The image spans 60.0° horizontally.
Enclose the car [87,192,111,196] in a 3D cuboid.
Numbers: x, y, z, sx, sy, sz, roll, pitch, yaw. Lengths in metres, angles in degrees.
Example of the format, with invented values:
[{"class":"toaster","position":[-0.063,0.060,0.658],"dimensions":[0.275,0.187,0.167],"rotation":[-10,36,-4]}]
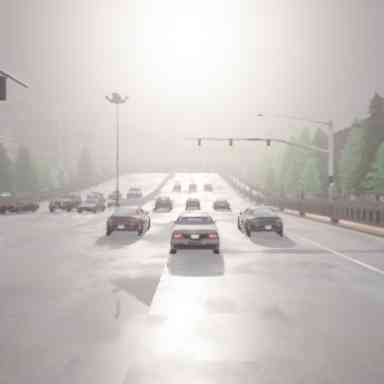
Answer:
[{"class":"car","position":[-14.033,1.251,48.966],"dimensions":[2.033,1.411,5.357],"rotation":[0,2,1]}]

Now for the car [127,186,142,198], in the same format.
[{"class":"car","position":[-10.447,0.128,60.661],"dimensions":[2.150,2.045,5.566],"rotation":[0,6,1]}]

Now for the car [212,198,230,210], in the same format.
[{"class":"car","position":[3.614,1.465,41.916],"dimensions":[1.994,1.385,4.181],"rotation":[0,1,0]}]

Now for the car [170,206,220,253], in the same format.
[{"class":"car","position":[0.104,1.523,13.514],"dimensions":[2.033,1.411,5.357],"rotation":[0,0,0]}]

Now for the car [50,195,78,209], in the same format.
[{"class":"car","position":[-17.557,1.295,45.887],"dimensions":[1.882,1.535,5.008],"rotation":[0,2,0]}]

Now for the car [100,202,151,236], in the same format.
[{"class":"car","position":[-3.393,1.493,18.235],"dimensions":[1.812,1.442,4.674],"rotation":[0,0,0]}]

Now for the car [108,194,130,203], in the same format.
[{"class":"car","position":[-10.552,1.386,46.842],"dimensions":[1.895,1.301,4.718],"rotation":[0,2,0]}]

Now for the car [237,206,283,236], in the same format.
[{"class":"car","position":[3.594,1.493,17.971],"dimensions":[1.812,1.442,4.674],"rotation":[0,0,0]}]

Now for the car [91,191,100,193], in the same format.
[{"class":"car","position":[-17.456,0.586,59.930],"dimensions":[1.895,1.301,4.718],"rotation":[0,5,1]}]

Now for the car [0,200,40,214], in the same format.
[{"class":"car","position":[-17.610,1.539,34.077],"dimensions":[1.895,1.301,4.718],"rotation":[0,0,1]}]

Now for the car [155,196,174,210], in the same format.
[{"class":"car","position":[-3.386,1.262,41.134],"dimensions":[2.097,1.767,4.553],"rotation":[0,0,0]}]

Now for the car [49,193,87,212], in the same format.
[{"class":"car","position":[-14.066,1.146,37.485],"dimensions":[2.150,2.045,5.566],"rotation":[0,0,0]}]

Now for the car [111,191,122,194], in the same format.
[{"class":"car","position":[-13.963,0.501,60.420],"dimensions":[1.994,1.385,4.181],"rotation":[0,5,1]}]

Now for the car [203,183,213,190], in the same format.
[{"class":"car","position":[3.669,-1.352,75.948],"dimensions":[1.994,1.385,4.181],"rotation":[0,7,0]}]

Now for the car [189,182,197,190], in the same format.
[{"class":"car","position":[0.171,-1.456,76.375],"dimensions":[1.837,1.490,4.892],"rotation":[0,7,0]}]

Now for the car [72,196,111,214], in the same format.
[{"class":"car","position":[-10.576,1.477,35.413],"dimensions":[2.033,1.411,5.357],"rotation":[0,0,0]}]

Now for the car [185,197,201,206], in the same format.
[{"class":"car","position":[0.116,1.365,42.994],"dimensions":[1.882,1.535,5.008],"rotation":[0,1,0]}]

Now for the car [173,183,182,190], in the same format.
[{"class":"car","position":[-3.331,-1.313,76.024],"dimensions":[1.895,1.301,4.718],"rotation":[0,7,0]}]
